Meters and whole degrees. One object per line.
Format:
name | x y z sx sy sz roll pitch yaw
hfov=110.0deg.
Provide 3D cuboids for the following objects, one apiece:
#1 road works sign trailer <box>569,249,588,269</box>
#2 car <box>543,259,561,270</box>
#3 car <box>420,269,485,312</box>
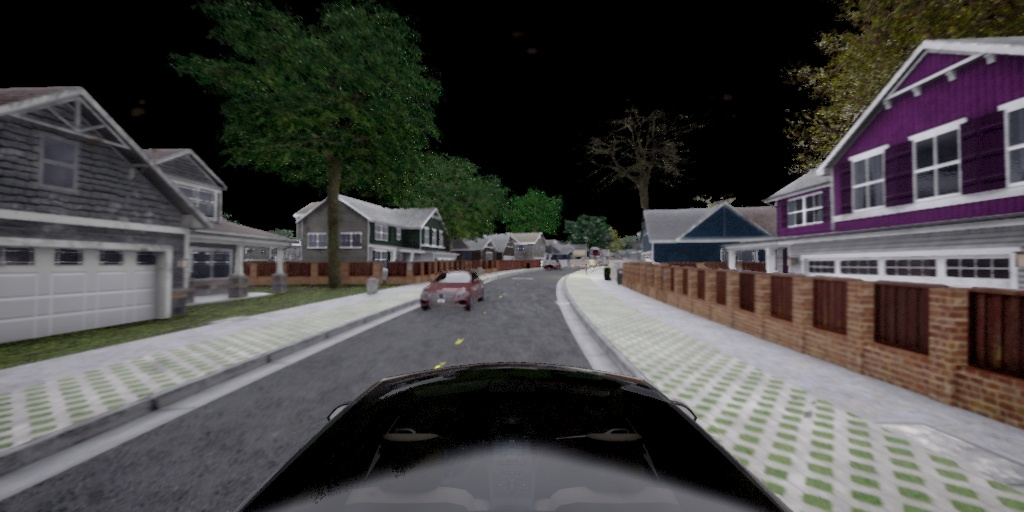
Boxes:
road works sign trailer | 12.077 0.494 64.118 2.380 3.560 2.880 0 0 24
car | 6.343 1.332 56.236 2.097 1.767 4.553 0 0 19
car | -2.238 1.290 14.609 1.812 1.442 4.674 0 0 5
